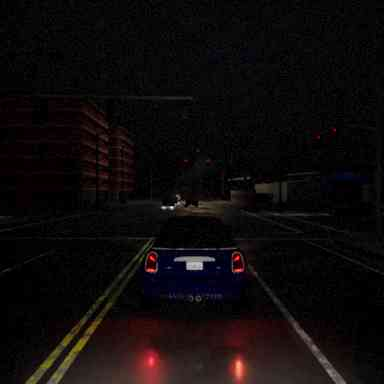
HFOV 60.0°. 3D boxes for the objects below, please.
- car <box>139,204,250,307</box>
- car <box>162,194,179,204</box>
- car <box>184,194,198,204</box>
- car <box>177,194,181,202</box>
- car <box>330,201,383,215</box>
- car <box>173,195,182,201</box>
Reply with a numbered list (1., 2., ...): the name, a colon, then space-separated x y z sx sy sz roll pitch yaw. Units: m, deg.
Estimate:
1. car: 0.056 1.349 8.117 2.097 1.767 4.553 0 0 0
2. car: -3.706 1.526 53.659 2.033 1.411 5.357 0 0 0
3. car: -0.088 1.485 49.867 1.837 1.490 4.892 0 0 1
4. car: -3.696 1.522 63.739 2.033 1.411 5.357 0 0 0
5. car: 16.391 1.588 33.204 4.718 1.301 1.895 0 0 0
6. car: -3.695 1.507 84.682 2.033 1.411 5.357 0 0 0
